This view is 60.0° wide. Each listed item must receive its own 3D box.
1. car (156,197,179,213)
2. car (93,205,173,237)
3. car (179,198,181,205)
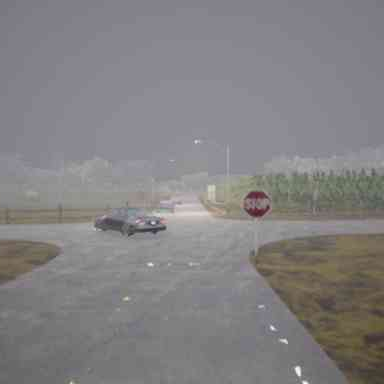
[{"bbox_3d":[-2.863,1.574,37.248,2.033,1.411,5.357,0,0,0],"label":"car"},{"bbox_3d":[-3.644,1.619,18.819,2.033,1.411,5.357,-1,1,-41],"label":"car"},{"bbox_3d":[-2.790,1.507,56.599,1.812,1.442,4.674,0,0,1],"label":"car"}]
